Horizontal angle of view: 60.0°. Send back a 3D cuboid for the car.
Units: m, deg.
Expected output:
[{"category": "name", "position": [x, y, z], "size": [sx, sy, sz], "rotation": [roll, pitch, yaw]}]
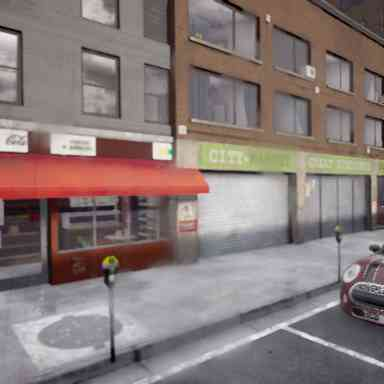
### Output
[{"category": "car", "position": [4.500, 1.396, 6.223], "size": [4.097, 1.590, 1.967], "rotation": [0, 0, -39]}]
